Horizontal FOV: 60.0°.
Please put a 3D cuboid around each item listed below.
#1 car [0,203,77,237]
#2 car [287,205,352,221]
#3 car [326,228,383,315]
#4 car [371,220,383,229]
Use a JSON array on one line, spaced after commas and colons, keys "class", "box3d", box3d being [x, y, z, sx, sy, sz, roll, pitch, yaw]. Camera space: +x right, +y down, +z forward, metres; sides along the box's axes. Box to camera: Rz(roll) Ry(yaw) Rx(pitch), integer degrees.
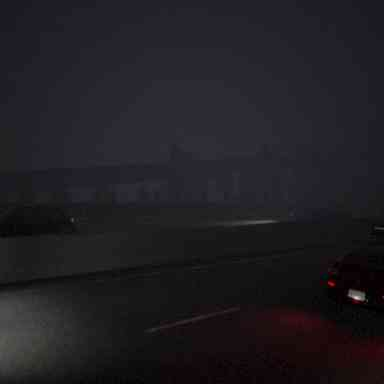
[{"class": "car", "box3d": [-7.894, 1.401, 15.528, 4.553, 1.767, 2.097, 1, -1, -35]}, {"class": "car", "box3d": [9.308, 1.894, 23.426, 4.902, 1.511, 2.128, 2, -1, -35]}, {"class": "car", "box3d": [4.750, 1.675, 7.135, 4.674, 1.442, 1.812, 1, -1, -36]}, {"class": "car", "box3d": [10.085, 1.814, 15.240, 4.902, 1.511, 2.128, 1, -1, -35]}]
